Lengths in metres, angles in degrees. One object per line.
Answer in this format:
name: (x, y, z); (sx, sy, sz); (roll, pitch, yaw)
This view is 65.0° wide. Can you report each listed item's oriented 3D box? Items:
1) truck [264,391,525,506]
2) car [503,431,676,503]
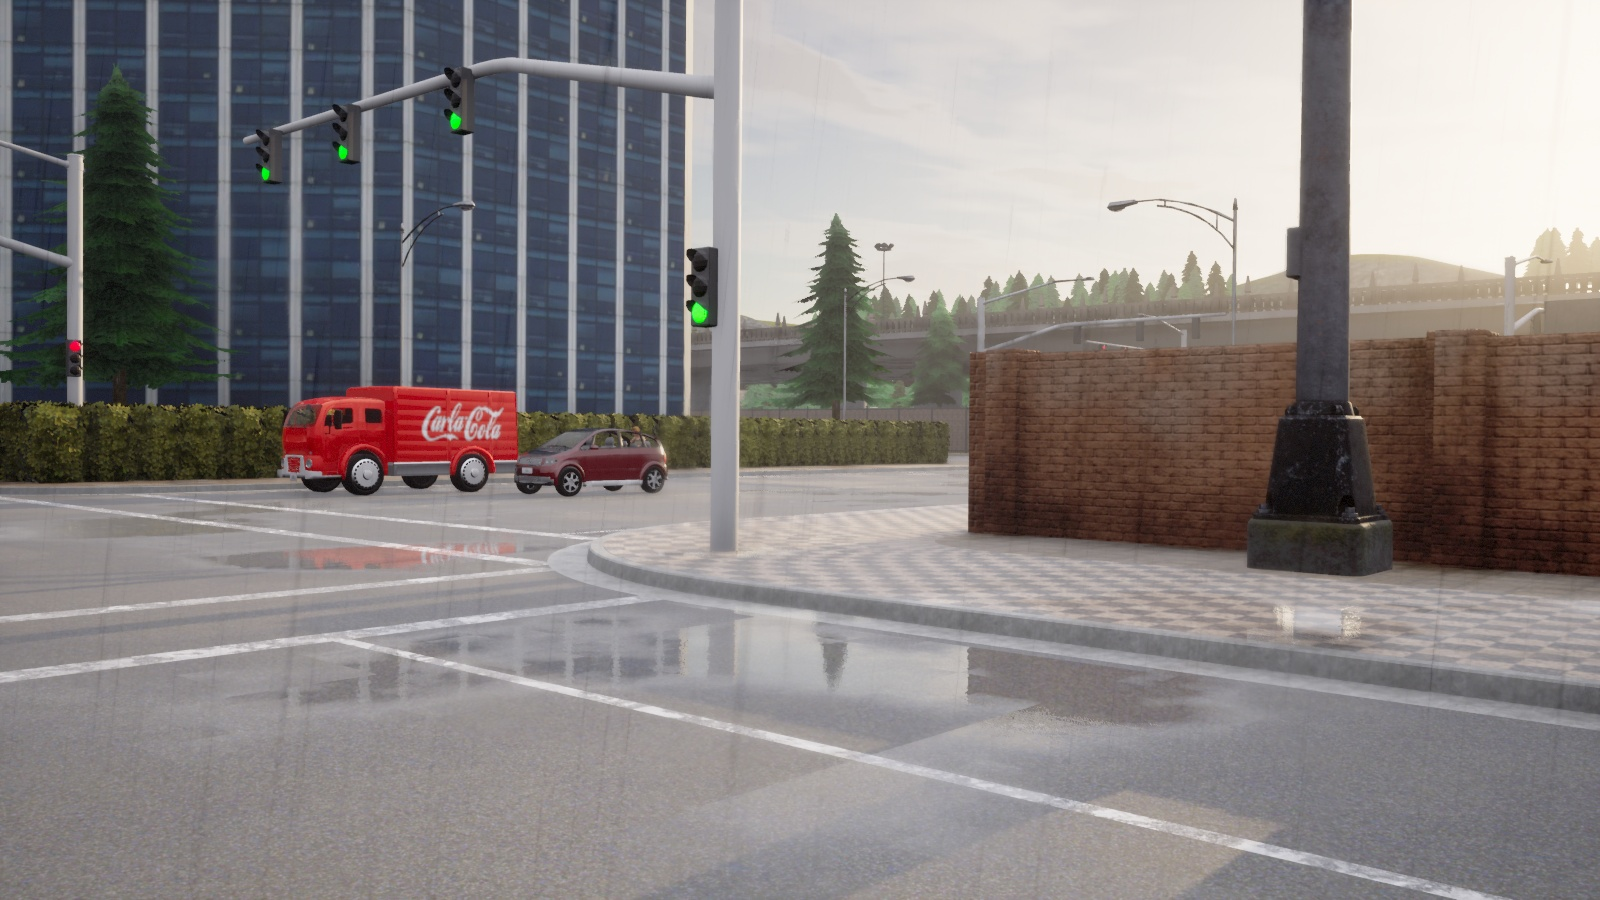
truck: (-9.437, -0.074, 29.588); (2.627, 2.467, 5.204); (0, 1, 41)
car: (-4.882, 0.352, 29.483); (1.789, 1.549, 3.705); (0, 1, 41)
